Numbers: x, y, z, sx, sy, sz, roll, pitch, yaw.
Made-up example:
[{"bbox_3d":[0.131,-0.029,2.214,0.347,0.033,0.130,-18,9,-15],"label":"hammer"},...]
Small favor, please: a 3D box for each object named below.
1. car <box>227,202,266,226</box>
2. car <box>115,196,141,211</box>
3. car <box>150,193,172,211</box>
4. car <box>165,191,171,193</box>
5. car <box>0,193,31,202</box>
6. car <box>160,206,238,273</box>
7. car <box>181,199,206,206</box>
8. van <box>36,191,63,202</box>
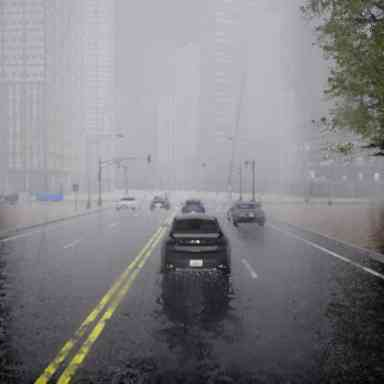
[{"bbox_3d":[3.342,1.337,21.228,2.033,1.411,5.357,0,1,0],"label":"car"},{"bbox_3d":[-6.534,1.177,34.449,1.812,1.442,4.674,0,0,1],"label":"car"},{"bbox_3d":[-3.278,1.138,34.957,2.128,1.511,4.902,0,0,0],"label":"car"},{"bbox_3d":[-6.648,0.501,93.534,2.033,1.411,5.357,0,1,-1],"label":"car"},{"bbox_3d":[-28.209,0.836,53.195,4.507,1.381,1.887,0,1,1],"label":"car"},{"bbox_3d":[0.096,1.405,10.281,1.837,1.490,4.892,0,1,0],"label":"car"},{"bbox_3d":[0.091,1.266,26.014,1.812,1.442,4.674,0,1,0],"label":"car"},{"bbox_3d":[-22.670,0.658,53.148,3.998,1.788,1.690,0,1,1],"label":"van"}]
